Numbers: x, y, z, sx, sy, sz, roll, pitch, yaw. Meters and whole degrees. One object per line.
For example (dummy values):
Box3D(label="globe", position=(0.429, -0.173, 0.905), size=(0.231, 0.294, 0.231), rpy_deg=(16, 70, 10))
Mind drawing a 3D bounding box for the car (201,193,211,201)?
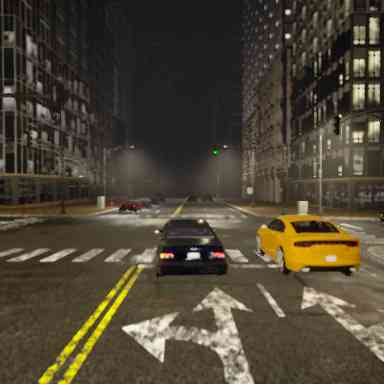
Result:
Box3D(label="car", position=(3.245, 1.170, 77.738), size=(2.097, 1.767, 4.553), rpy_deg=(0, 0, 0))

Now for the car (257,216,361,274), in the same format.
Box3D(label="car", position=(3.347, 1.474, 10.480), size=(1.882, 1.535, 5.008), rpy_deg=(0, -1, 0))

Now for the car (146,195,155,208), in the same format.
Box3D(label="car", position=(-6.577, 1.504, 45.166), size=(1.895, 1.301, 4.718), rpy_deg=(0, 0, 0))

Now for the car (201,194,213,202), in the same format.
Box3D(label="car", position=(3.246, 1.348, 67.938), size=(1.837, 1.490, 4.892), rpy_deg=(0, 0, 0))

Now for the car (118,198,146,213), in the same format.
Box3D(label="car", position=(-6.602, 1.526, 35.993), size=(1.895, 1.301, 4.718), rpy_deg=(0, 0, 0))

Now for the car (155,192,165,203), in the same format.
Box3D(label="car", position=(-6.505, 1.071, 65.919), size=(2.150, 2.045, 5.566), rpy_deg=(0, 0, 0))

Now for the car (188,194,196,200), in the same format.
Box3D(label="car", position=(-0.005, 1.201, 77.386), size=(1.994, 1.385, 4.181), rpy_deg=(0, 0, 0))

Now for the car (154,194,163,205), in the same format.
Box3D(label="car", position=(-6.522, 1.442, 55.170), size=(1.994, 1.385, 4.181), rpy_deg=(0, 0, 0))

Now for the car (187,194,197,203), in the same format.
Box3D(label="car", position=(-0.004, 1.409, 67.351), size=(1.994, 1.385, 4.181), rpy_deg=(0, 0, 0))

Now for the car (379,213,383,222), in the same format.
Box3D(label="car", position=(15.113, 1.680, 21.986), size=(4.718, 1.301, 1.895), rpy_deg=(1, 1, 1))

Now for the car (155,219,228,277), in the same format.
Box3D(label="car", position=(-0.162, 1.544, 10.197), size=(2.033, 1.411, 5.357), rpy_deg=(0, -1, -4))
